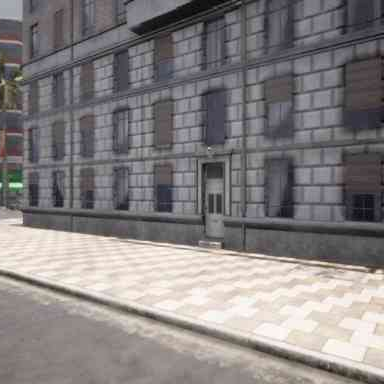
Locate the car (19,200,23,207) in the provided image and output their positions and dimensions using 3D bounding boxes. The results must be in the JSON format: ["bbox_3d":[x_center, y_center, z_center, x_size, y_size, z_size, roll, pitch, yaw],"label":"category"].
[{"bbox_3d":[-17.758,1.526,40.143,1.812,1.442,4.674,0,0,36],"label":"car"}]

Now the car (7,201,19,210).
[{"bbox_3d":[-20.853,1.564,41.828,1.994,1.385,4.181,0,0,36],"label":"car"}]
